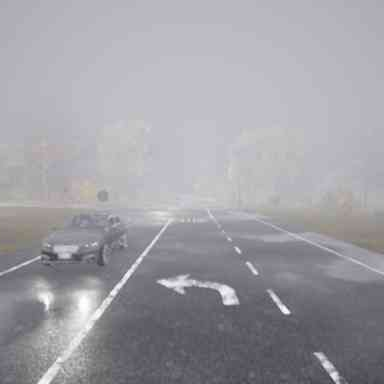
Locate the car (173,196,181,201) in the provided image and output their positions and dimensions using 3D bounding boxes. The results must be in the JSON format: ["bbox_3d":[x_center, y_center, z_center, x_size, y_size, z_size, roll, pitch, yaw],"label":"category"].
[{"bbox_3d":[-3.585,1.564,81.099,1.994,1.385,4.181,0,0,-1],"label":"car"}]

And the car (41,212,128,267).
[{"bbox_3d":[-3.479,1.490,11.567,2.128,1.511,4.902,0,0,0],"label":"car"}]
